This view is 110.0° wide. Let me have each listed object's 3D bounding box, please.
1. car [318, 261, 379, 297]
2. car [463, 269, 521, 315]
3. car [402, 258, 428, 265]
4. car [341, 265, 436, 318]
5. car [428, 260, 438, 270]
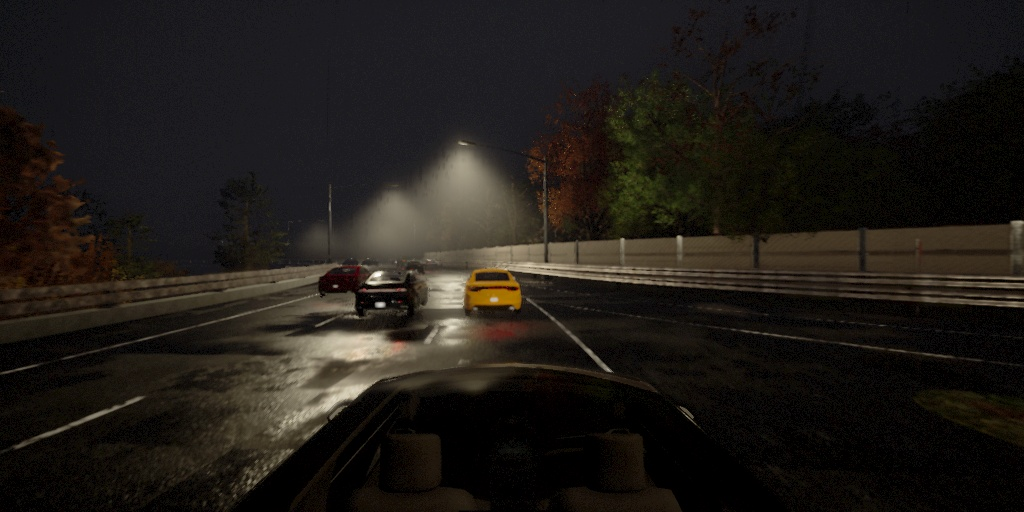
[{"bbox_3d":[-8.622,1.257,19.173,1.882,1.535,5.008,0,0,-9],"label":"car"},{"bbox_3d":[-0.845,1.221,13.740,1.882,1.535,5.008,0,0,-7],"label":"car"},{"bbox_3d":[-11.175,1.278,40.996,1.837,1.490,4.892,0,0,-21],"label":"car"},{"bbox_3d":[-4.229,1.254,13.203,2.128,1.511,4.902,0,0,-6],"label":"car"},{"bbox_3d":[-11.824,1.258,50.976,2.128,1.511,4.902,0,0,-26],"label":"car"}]
